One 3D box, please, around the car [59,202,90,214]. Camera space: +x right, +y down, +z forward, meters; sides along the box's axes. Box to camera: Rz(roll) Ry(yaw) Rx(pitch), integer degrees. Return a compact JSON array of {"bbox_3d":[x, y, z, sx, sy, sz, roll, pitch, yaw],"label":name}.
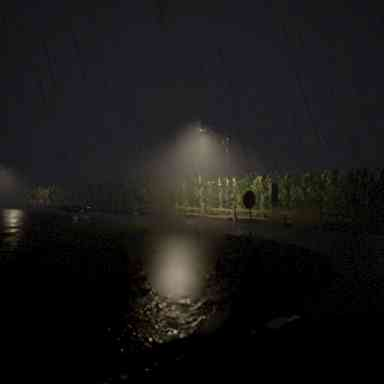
[{"bbox_3d":[-13.524,1.824,38.168,1.895,1.301,4.718,2,-2,-43],"label":"car"}]
